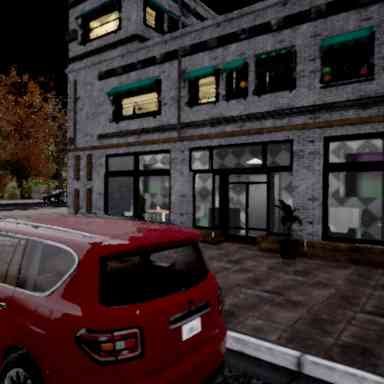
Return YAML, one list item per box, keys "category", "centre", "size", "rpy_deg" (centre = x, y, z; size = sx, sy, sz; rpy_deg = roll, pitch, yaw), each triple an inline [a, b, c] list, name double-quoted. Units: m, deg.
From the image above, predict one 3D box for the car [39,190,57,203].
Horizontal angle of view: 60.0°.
- category: "car"
  centre: [-15.388, 0.448, 39.031]
  size: [1.837, 1.490, 4.892]
  rpy_deg: [1, 1, 37]

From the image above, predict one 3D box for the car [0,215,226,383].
- category: "car"
  centre: [-1.948, 1.216, 4.301]
  size: [5.009, 1.841, 2.192]
  rpy_deg: [2, 0, 36]

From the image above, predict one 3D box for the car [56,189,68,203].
- category: "car"
  centre: [-12.381, 0.575, 37.626]
  size: [1.895, 1.301, 4.718]
  rpy_deg: [1, 1, 37]
